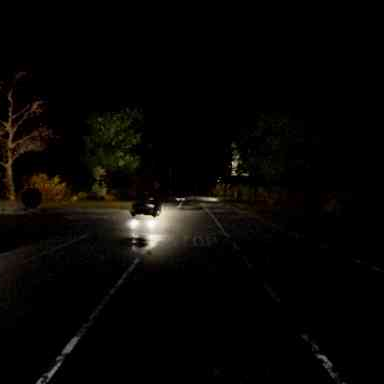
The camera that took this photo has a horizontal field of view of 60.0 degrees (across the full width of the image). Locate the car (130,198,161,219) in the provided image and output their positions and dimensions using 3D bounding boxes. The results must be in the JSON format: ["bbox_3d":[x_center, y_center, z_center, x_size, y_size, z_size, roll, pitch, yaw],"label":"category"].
[{"bbox_3d":[-3.472,1.195,25.938,2.033,1.411,5.357,2,0,0],"label":"car"}]

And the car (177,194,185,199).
[{"bbox_3d":[-3.073,1.164,93.385,1.895,1.301,4.718,0,0,6],"label":"car"}]
